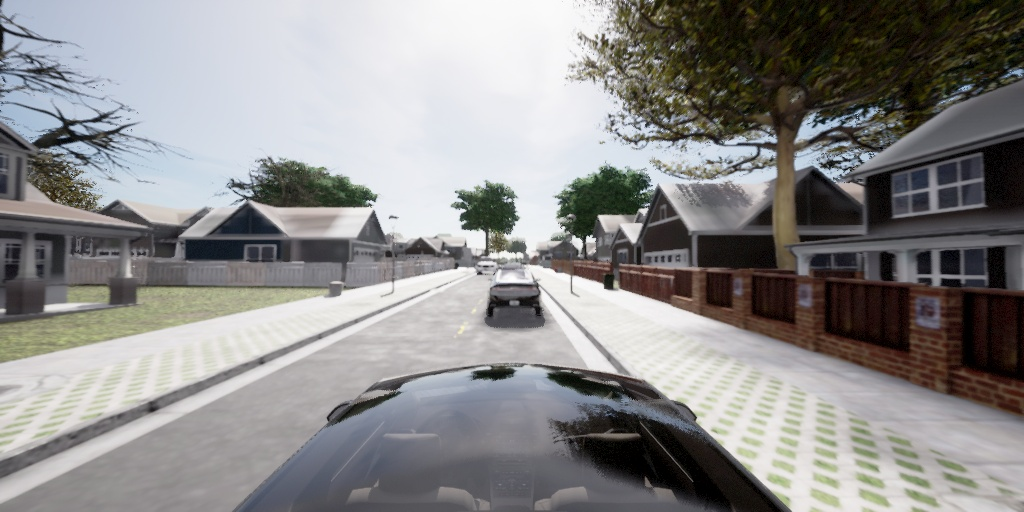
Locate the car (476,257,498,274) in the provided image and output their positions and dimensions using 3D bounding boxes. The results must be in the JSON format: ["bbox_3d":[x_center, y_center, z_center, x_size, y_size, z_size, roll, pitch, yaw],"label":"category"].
[{"bbox_3d":[-2.836,1.074,41.510,2.150,2.045,5.566,0,0,0],"label":"car"}]

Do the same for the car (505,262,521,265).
[{"bbox_3d":[0.091,1.274,30.399,1.882,1.535,5.008,0,0,0],"label":"car"}]

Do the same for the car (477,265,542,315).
[{"bbox_3d":[0.085,1.248,13.506,2.128,1.511,4.902,0,0,0],"label":"car"}]
